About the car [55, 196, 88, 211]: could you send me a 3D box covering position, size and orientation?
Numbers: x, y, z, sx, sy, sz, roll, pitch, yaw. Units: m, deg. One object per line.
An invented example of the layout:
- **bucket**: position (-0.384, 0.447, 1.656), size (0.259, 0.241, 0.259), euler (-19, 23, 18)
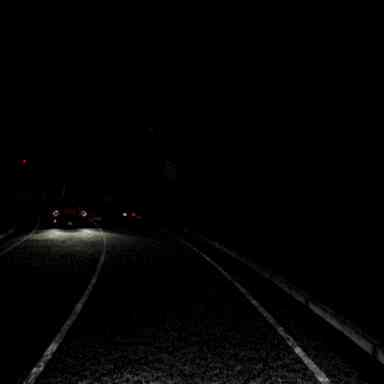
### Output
- **car**: position (-14.032, 1.280, 38.479), size (2.128, 1.511, 4.902), euler (4, -1, -37)

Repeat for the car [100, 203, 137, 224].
- **car**: position (-5.420, 1.517, 24.189), size (2.033, 1.411, 5.357), euler (2, -1, -23)

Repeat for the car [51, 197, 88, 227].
- **car**: position (-8.057, 1.273, 21.760), size (2.097, 1.767, 4.553), euler (2, 0, -22)
